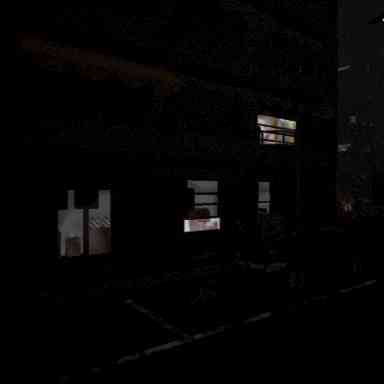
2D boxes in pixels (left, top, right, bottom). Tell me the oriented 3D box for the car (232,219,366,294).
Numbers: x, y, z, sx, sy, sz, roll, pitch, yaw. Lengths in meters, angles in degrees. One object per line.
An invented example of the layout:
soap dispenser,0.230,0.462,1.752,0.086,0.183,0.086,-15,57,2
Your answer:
car,2.957,1.580,8.733,4.206,1.307,1.802,0,0,-35

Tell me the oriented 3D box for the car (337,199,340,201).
car,15.352,1.716,39.528,2.192,1.841,5.009,-1,0,-36

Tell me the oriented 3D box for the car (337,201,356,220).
car,12.070,1.834,29.852,1.752,1.417,4.829,-1,0,-36
